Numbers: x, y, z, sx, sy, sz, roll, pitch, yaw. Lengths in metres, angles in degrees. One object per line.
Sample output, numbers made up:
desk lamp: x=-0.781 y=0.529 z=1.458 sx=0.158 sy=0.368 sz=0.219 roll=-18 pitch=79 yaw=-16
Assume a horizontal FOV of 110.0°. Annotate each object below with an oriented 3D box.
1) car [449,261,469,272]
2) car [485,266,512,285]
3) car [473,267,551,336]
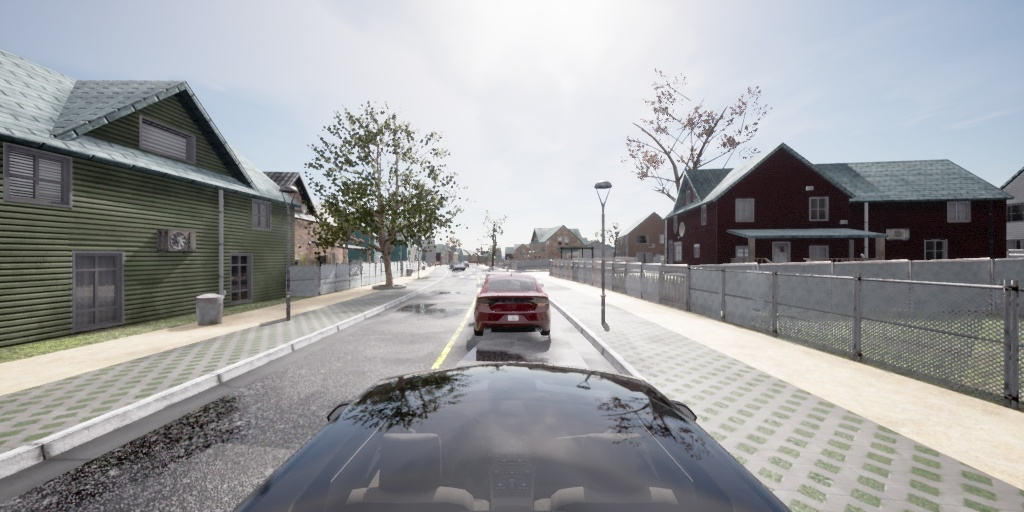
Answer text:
car: x=-8.205 y=1.692 z=55.327 sx=2.033 sy=1.411 sz=5.357 roll=0 pitch=-1 yaw=-11
car: x=-1.159 y=1.486 z=28.513 sx=1.895 sy=1.301 sz=4.718 roll=0 pitch=-1 yaw=-6
car: x=-0.040 y=1.243 z=10.483 sx=1.882 sy=1.535 sz=5.008 roll=0 pitch=0 yaw=-2
